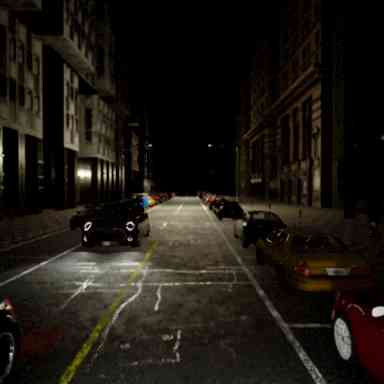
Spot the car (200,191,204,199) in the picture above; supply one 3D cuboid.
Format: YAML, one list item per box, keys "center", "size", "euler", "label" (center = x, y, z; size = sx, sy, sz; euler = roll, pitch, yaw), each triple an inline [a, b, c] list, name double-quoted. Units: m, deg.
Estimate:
- center: [2.776, 1.064, 59.023]
  size: [1.752, 1.417, 4.829]
  euler: [0, 0, 0]
  label: "car"

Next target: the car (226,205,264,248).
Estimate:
- center: [2.764, 1.438, 14.040]
  size: [2.008, 1.369, 4.403]
  euler: [0, 0, 0]
  label: "car"

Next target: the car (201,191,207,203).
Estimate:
- center: [2.773, 1.065, 47.648]
  size: [1.967, 1.590, 4.097]
  euler: [0, 0, 0]
  label: "car"

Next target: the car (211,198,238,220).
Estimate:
- center: [2.767, 1.365, 25.243]
  size: [1.947, 1.339, 4.313]
  euler: [0, 0, 0]
  label: "car"

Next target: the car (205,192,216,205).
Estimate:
- center: [2.770, 1.152, 36.445]
  size: [1.967, 1.590, 4.097]
  euler: [0, 0, 0]
  label: "car"

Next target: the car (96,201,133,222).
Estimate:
- center: [-5.758, 1.381, 25.229]
  size: [1.802, 1.307, 4.206]
  euler: [0, 0, 0]
  label: "car"

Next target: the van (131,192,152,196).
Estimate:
- center: [-5.755, 1.053, 36.431]
  size: [1.690, 1.788, 3.998]
  euler: [0, 0, 0]
  label: "van"

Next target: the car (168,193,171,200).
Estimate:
- center: [-5.748, 0.937, 64.441]
  size: [1.967, 1.590, 4.097]
  euler: [0, 0, 0]
  label: "car"

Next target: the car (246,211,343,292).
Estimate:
- center: [2.763, 1.456, 8.609]
  size: [1.752, 1.417, 4.829]
  euler: [0, 0, 0]
  label: "car"

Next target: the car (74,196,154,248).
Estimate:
- center: [-3.053, 1.238, 14.154]
  size: [2.097, 1.767, 4.553]
  euler: [0, 1, 0]
  label: "car"

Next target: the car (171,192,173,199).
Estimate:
- center: [-5.746, 1.007, 70.045]
  size: [2.008, 1.369, 4.403]
  euler: [0, 0, 0]
  label: "car"

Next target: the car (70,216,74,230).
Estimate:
- center: [-5.759, 1.425, 19.628]
  size: [1.802, 1.307, 4.206]
  euler: [0, 0, 0]
  label: "car"

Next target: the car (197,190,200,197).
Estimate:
- center: [2.779, 0.730, 75.655]
  size: [2.192, 1.841, 5.009]
  euler: [0, 0, 0]
  label: "car"

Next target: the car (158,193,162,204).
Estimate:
- center: [-5.752, 1.207, 47.637]
  size: [1.802, 1.307, 4.206]
  euler: [0, 0, 0]
  label: "car"

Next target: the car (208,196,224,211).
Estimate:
- center: [2.769, 1.337, 30.845]
  size: [1.802, 1.307, 4.206]
  euler: [0, 0, 0]
  label: "car"

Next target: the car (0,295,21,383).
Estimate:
- center: [-3.088, 1.545, 2.359]
  size: [1.994, 1.385, 4.181]
  euler: [0, 0, 0]
  label: "car"

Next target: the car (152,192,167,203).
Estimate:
- center: [-5.751, 0.897, 53.237]
  size: [2.192, 1.841, 5.009]
  euler: [0, 0, 0]
  label: "car"

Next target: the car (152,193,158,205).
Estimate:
- center: [-5.754, 1.195, 41.865]
  size: [1.752, 1.417, 4.829]
  euler: [0, 0, 0]
  label: "car"

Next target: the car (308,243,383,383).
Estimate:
- center: [2.761, 1.521, 2.837]
  size: [1.887, 1.381, 4.507]
  euler: [0, 0, 0]
  label: "car"

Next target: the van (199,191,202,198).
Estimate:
- center: [2.777, 0.839, 64.453]
  size: [1.690, 1.788, 3.998]
  euler: [0, 0, 0]
  label: "van"
